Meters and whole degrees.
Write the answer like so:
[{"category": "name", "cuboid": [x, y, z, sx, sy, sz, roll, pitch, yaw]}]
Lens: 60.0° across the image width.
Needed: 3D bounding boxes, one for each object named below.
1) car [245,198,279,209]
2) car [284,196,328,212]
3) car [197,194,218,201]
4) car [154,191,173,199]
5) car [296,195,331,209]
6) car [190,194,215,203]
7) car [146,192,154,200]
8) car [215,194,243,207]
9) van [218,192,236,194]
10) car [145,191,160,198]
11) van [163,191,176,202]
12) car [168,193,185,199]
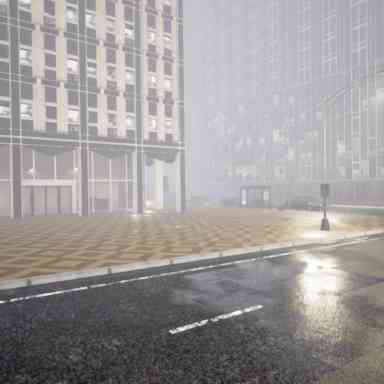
[{"category": "car", "cuboid": [8.833, 1.381, 40.870, 1.802, 1.307, 4.206, -1, 1, -34]}, {"category": "car", "cuboid": [12.038, 1.417, 36.174, 1.947, 1.339, 4.313, -1, 1, -34]}, {"category": "car", "cuboid": [2.958, 1.034, 64.412, 1.802, 1.307, 4.206, -1, 1, -34]}, {"category": "car", "cuboid": [-6.699, 0.606, 78.462, 2.192, 1.841, 5.009, -1, 1, -34]}, {"category": "car", "cuboid": [13.724, 1.150, 38.505, 2.097, 1.767, 4.553, -1, 1, -34]}, {"category": "car", "cuboid": [1.433, 1.163, 56.445, 1.994, 1.385, 4.181, -1, 1, -34]}, {"category": "car", "cuboid": [-10.387, 1.032, 69.036, 2.008, 1.369, 4.403, 0, 1, -34]}, {"category": "car", "cuboid": [5.662, 1.312, 45.586, 1.947, 1.339, 4.313, -1, 1, -34]}, {"category": "van", "cuboid": [6.176, 0.846, 59.725, 1.690, 1.788, 3.998, -1, 1, -34]}, {"category": "car", "cuboid": [-9.918, 0.677, 83.148, 1.967, 1.590, 4.097, -1, 1, -34]}, {"category": "van", "cuboid": [-3.949, 0.930, 59.665, 1.690, 1.788, 3.998, -1, 1, -34]}, {"category": "car", "cuboid": [-3.480, 0.927, 73.782, 1.802, 1.307, 4.206, -1, 1, -34]}]
